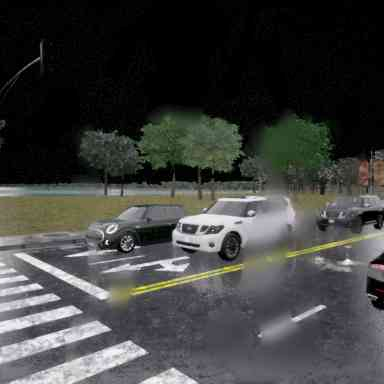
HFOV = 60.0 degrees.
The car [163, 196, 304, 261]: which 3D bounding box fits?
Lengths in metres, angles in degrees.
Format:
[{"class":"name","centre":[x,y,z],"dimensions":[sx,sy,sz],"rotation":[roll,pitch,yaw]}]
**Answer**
[{"class":"car","centre":[1.859,1.191,12.621],"dimensions":[5.566,2.045,2.150],"rotation":[0,0,-43]}]

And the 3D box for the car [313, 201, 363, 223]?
[{"class":"car","centre":[11.414,1.499,25.845],"dimensions":[4.674,1.442,1.812],"rotation":[0,0,-43]}]

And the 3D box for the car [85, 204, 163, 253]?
[{"class":"car","centre":[-1.964,1.298,13.520],"dimensions":[4.553,1.767,2.097],"rotation":[0,0,-43]}]

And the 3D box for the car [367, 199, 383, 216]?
[{"class":"car","centre":[19.024,1.514,32.775],"dimensions":[4.674,1.442,1.812],"rotation":[0,0,-44]}]

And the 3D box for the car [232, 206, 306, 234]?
[{"class":"car","centre":[4.642,1.560,19.619],"dimensions":[4.718,1.301,1.895],"rotation":[0,0,-43]}]

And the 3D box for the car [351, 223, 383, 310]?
[{"class":"car","centre":[5.220,1.499,6.747],"dimensions":[4.902,1.511,2.128],"rotation":[0,0,-43]}]

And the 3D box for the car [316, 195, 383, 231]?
[{"class":"car","centre":[9.482,1.206,19.651],"dimensions":[5.566,2.045,2.150],"rotation":[0,0,-43]}]
